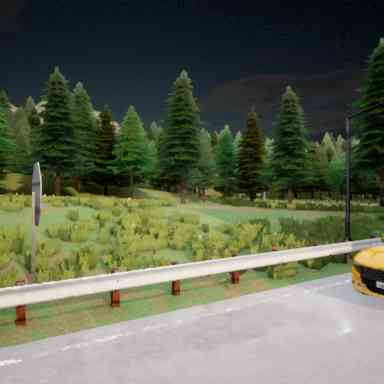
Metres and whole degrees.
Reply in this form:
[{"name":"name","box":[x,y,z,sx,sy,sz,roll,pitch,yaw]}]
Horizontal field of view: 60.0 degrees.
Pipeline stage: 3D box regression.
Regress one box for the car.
[{"name":"car","box":[5.671,1.477,7.504,5.008,1.535,1.882,0,0,-32]}]
